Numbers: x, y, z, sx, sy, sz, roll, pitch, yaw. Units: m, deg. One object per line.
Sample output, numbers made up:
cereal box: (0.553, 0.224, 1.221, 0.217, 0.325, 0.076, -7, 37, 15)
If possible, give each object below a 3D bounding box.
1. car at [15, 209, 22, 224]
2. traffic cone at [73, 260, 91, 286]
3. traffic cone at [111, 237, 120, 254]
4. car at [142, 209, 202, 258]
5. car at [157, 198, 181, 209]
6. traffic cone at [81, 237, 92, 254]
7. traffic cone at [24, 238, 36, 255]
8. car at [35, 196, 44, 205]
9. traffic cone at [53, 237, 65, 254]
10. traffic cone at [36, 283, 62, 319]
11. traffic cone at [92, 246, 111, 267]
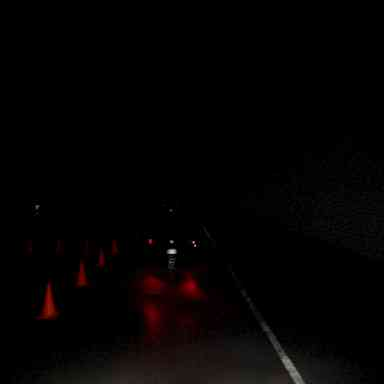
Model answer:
car: (-11.749, 1.498, 19.597, 1.812, 1.442, 4.674, 0, 0, -3)
traffic cone: (-2.658, 1.930, 8.024, 0.340, 0.580, 0.340, 0, 0, -2)
traffic cone: (-2.792, 1.910, 12.022, 0.340, 0.580, 0.340, 0, 0, -2)
car: (-0.695, 1.539, 12.490, 1.895, 1.301, 4.718, 0, 0, -2)
car: (-2.138, 1.343, 30.824, 2.128, 1.511, 4.902, 0, 0, -8)
traffic cone: (-3.791, 1.916, 11.988, 0.340, 0.580, 0.340, 0, 0, -2)
traffic cone: (-5.790, 1.929, 11.921, 0.340, 0.580, 0.340, 0, 0, -2)
car: (-25.179, 1.394, 55.879, 1.812, 1.442, 4.674, 0, 0, -28)
traffic cone: (-4.791, 1.923, 11.955, 0.340, 0.580, 0.340, 0, 0, -2)
traffic cone: (-2.591, 1.940, 6.025, 0.340, 0.580, 0.340, 0, 0, -2)
traffic cone: (-2.725, 1.920, 10.023, 0.340, 0.580, 0.340, 0, 0, -2)
